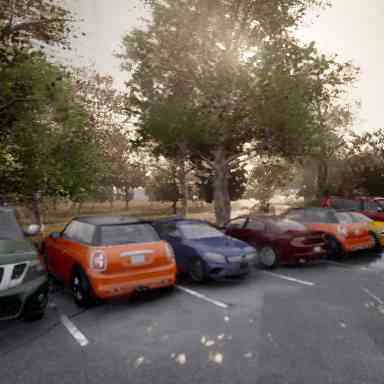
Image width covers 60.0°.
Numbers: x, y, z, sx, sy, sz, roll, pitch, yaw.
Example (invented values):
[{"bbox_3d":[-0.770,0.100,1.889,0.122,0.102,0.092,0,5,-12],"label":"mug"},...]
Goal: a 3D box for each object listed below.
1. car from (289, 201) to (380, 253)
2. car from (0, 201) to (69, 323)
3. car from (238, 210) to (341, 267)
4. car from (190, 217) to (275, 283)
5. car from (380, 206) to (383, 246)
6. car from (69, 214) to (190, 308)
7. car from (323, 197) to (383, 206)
[{"bbox_3d":[4.480,1.385,13.235,2.185,1.767,4.553,0,0,-36],"label":"car"},{"bbox_3d":[-4.580,1.229,6.758,2.435,2.045,5.566,0,0,-36],"label":"car"},{"bbox_3d":[2.200,1.504,11.637,2.097,1.535,5.008,0,0,-36],"label":"car"},{"bbox_3d":[-0.070,1.536,10.023,2.002,1.452,4.674,0,0,-36],"label":"car"},{"bbox_3d":[6.724,1.517,14.885,2.097,1.535,5.008,0,0,-36],"label":"car"},{"bbox_3d":[-2.315,1.363,8.375,2.185,1.767,4.553,0,0,-36],"label":"car"},{"bbox_3d":[9.010,1.272,16.480,2.435,2.045,5.566,0,0,-36],"label":"car"}]
